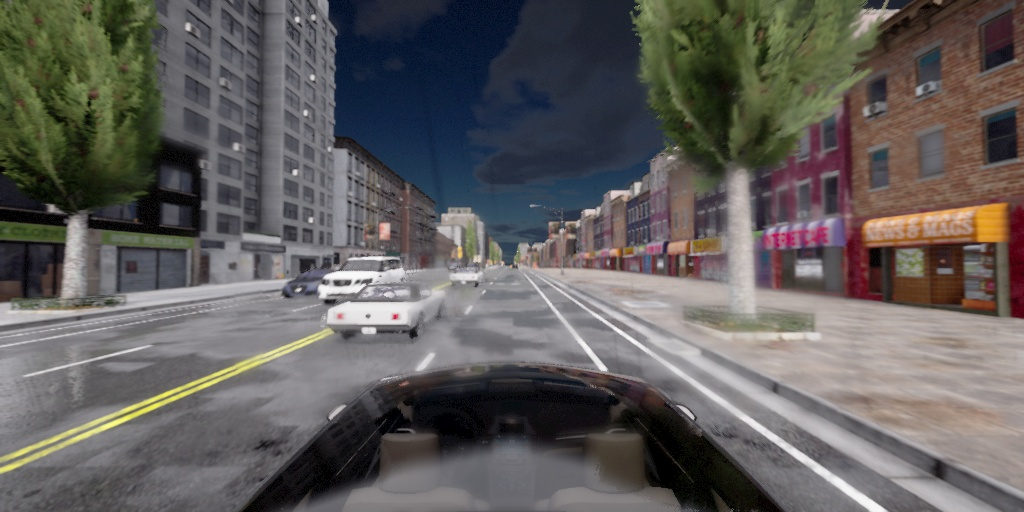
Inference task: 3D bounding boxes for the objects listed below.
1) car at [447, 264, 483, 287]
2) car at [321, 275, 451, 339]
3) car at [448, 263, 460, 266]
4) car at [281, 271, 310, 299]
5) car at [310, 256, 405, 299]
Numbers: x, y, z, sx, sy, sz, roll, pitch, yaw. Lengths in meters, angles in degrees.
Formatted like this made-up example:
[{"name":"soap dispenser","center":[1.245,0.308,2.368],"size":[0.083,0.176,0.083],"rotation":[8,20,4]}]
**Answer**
[{"name":"car","center":[-3.146,1.464,25.724],"size":[1.895,1.301,4.718],"rotation":[0,0,0]},{"name":"car","center":[-3.150,1.377,10.151],"size":[1.895,1.301,4.718],"rotation":[0,0,0]},{"name":"car","center":[-9.766,1.862,61.180],"size":[2.128,1.511,4.902],"rotation":[0,-1,1]},{"name":"car","center":[-9.844,1.384,18.521],"size":[1.994,1.385,4.181],"rotation":[0,0,0]},{"name":"car","center":[-6.595,1.030,16.585],"size":[2.150,2.045,5.566],"rotation":[0,0,0]}]
